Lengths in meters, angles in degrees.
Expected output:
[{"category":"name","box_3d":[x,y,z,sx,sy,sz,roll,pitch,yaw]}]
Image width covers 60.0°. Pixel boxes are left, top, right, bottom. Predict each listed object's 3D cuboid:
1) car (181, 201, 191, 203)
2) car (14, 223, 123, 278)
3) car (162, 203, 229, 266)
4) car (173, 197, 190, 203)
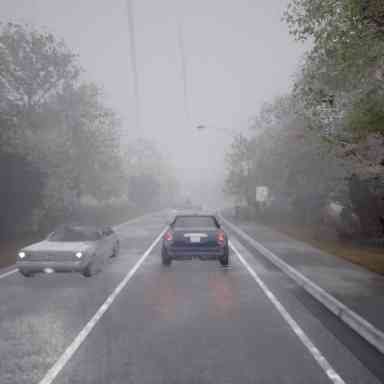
[{"category":"car","box_3d":[0.168,1.854,30.139,2.033,1.411,5.357,0,-1,1]},{"category":"car","box_3d":[-3.590,1.697,10.571,1.895,1.301,4.718,0,-1,0]},{"category":"car","box_3d":[0.103,1.467,12.177,2.097,1.767,4.553,0,-1,0]},{"category":"car","box_3d":[-1.564,1.748,52.511,2.150,2.045,5.566,1,0,10]}]
